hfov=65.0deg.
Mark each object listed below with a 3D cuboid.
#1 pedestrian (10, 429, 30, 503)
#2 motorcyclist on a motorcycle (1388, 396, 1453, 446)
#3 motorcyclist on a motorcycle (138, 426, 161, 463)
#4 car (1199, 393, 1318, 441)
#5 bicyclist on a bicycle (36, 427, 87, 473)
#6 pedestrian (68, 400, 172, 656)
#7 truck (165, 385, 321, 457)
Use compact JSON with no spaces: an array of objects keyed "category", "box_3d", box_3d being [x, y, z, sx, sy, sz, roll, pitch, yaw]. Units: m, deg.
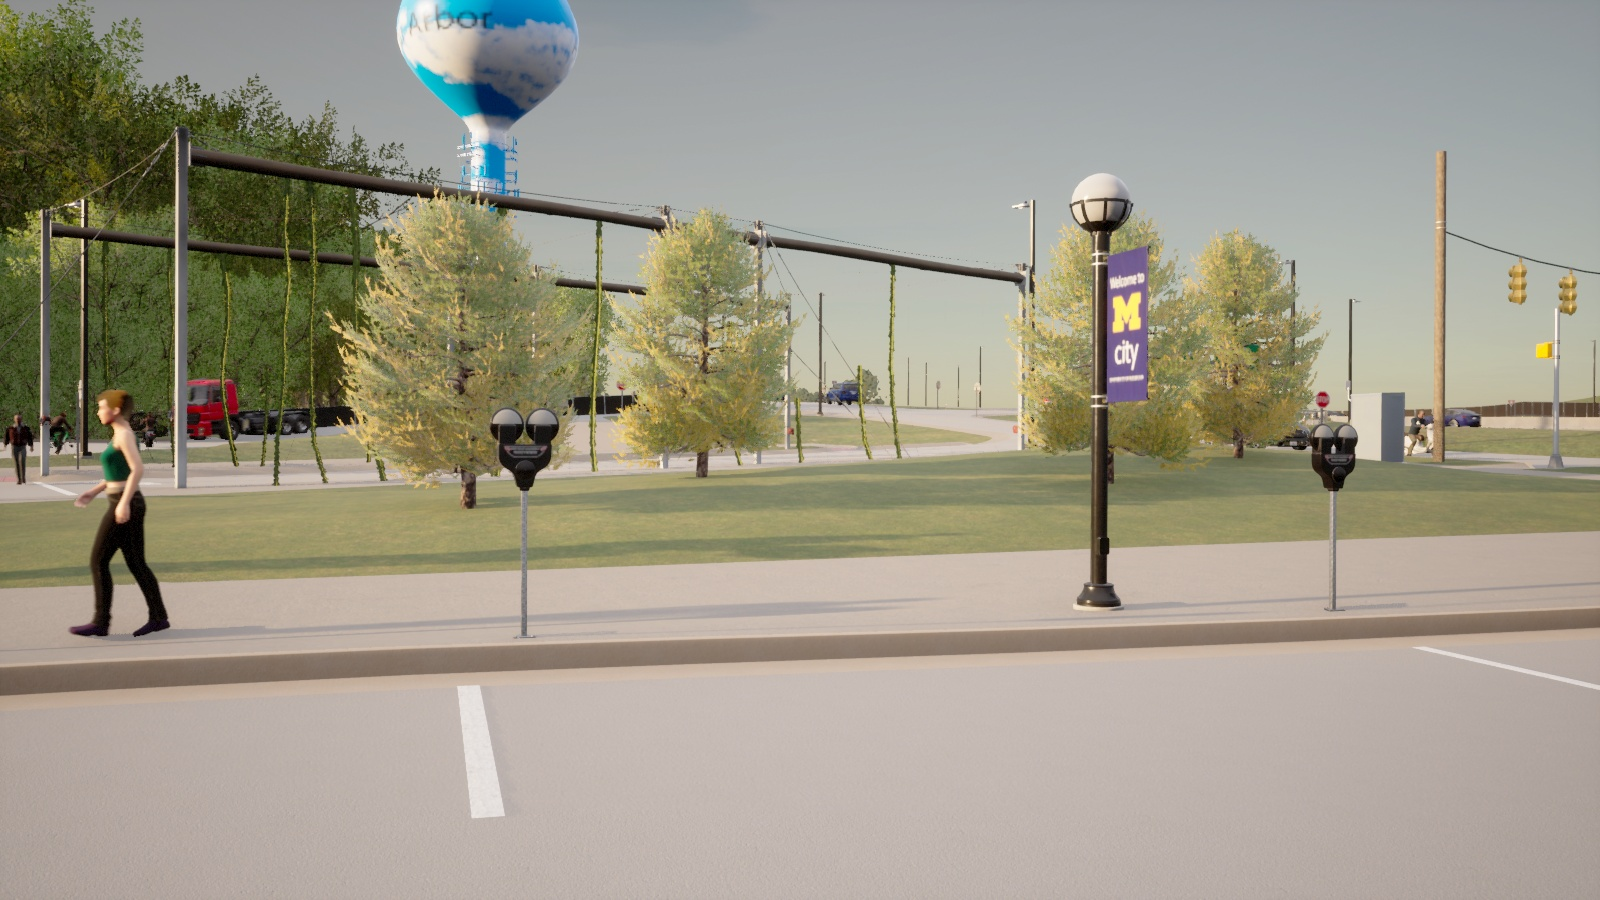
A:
[{"category":"pedestrian","box_3d":[-19.794,0.391,31.876,0.376,1.854,0.720,-1,0,-31]},{"category":"motorcyclist on a motorcycle","box_3d":[20.240,-0.942,40.988,0.866,1.590,1.817,-1,2,-19]},{"category":"motorcyclist on a motorcycle","box_3d":[-29.963,-0.270,57.804,0.766,1.649,2.350,-2,1,-31]},{"category":"car","box_3d":[17.805,-1.287,49.000,2.097,1.767,4.553,-1,2,-15]},{"category":"bicyclist on a bicycle","box_3d":[-27.470,0.001,46.733,0.582,1.620,1.656,-2,2,13]},{"category":"pedestrian","box_3d":[-5.020,0.560,9.289,0.594,1.836,0.345,-1,0,-18]},{"category":"truck","box_3d":[-31.465,-1.748,71.426,2.891,3.462,7.936,-1,5,25]}]
